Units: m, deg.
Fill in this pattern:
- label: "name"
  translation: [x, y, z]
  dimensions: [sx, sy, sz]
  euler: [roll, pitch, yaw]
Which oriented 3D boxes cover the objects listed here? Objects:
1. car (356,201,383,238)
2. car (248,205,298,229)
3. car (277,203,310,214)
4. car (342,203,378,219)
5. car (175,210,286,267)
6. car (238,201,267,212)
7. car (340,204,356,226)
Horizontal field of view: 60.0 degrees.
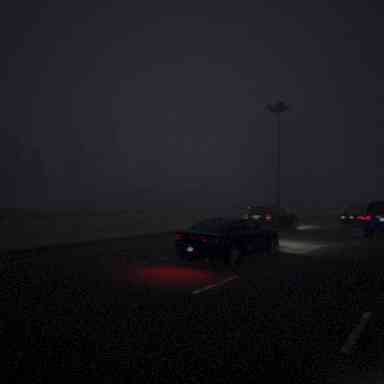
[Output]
- label: "car"
  translation: [11.394, 1.510, 18.791]
  dimensions: [2.150, 2.045, 5.566]
  euler: [-1, -1, 41]
- label: "car"
  translation: [5.452, 1.685, 22.568]
  dimensions: [2.097, 1.767, 4.553]
  euler: [-1, -1, 41]
- label: "car"
  translation: [14.332, 2.241, 46.858]
  dimensions: [5.357, 1.411, 2.033]
  euler: [1, -1, -42]
- label: "car"
  translation: [18.250, 2.019, 35.924]
  dimensions: [5.008, 1.535, 1.882]
  euler: [1, -1, -43]
- label: "car"
  translation: [1.489, 1.659, 12.341]
  dimensions: [1.882, 1.535, 5.008]
  euler: [-1, -1, 38]
- label: "car"
  translation: [9.517, 2.264, 51.890]
  dimensions: [4.892, 1.490, 1.837]
  euler: [1, -1, -42]
- label: "car"
  translation: [13.384, 1.943, 26.133]
  dimensions: [2.033, 1.411, 5.357]
  euler: [-1, -1, 44]
